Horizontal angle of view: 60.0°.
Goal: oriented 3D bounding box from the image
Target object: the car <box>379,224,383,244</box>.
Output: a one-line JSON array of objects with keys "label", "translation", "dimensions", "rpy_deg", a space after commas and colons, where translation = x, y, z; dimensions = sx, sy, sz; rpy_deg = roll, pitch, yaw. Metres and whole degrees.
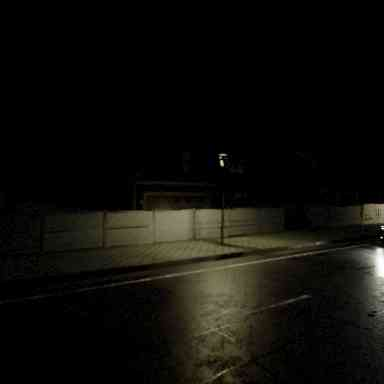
[{"label": "car", "translation": [10.516, 1.529, 15.165], "dimensions": [4.553, 1.767, 2.097], "rpy_deg": [1, 0, -35]}]
